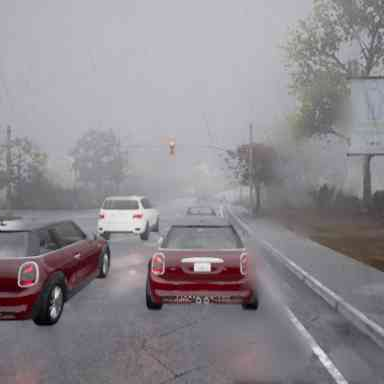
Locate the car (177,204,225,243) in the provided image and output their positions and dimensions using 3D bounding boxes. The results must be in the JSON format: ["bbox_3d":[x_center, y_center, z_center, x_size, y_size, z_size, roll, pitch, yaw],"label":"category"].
[{"bbox_3d":[0.473,1.479,17.199,2.128,1.511,4.902,0,0,2],"label":"car"}]

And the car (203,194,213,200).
[{"bbox_3d":[4.172,1.267,85.862,1.882,1.535,5.008,0,0,10],"label":"car"}]

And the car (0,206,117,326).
[{"bbox_3d":[-3.290,1.347,7.247,2.097,1.767,4.553,0,0,1],"label":"car"}]

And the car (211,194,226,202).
[{"bbox_3d":[6.001,1.536,75.576,1.895,1.301,4.718,0,0,9],"label":"car"}]

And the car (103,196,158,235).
[{"bbox_3d":[-3.046,1.209,16.923,2.150,2.045,5.566,0,0,2],"label":"car"}]

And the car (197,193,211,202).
[{"bbox_3d":[2.471,1.164,75.665,2.150,2.045,5.566,0,0,9],"label":"car"}]

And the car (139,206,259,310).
[{"bbox_3d":[0.219,1.346,7.992,2.097,1.767,4.553,0,0,1],"label":"car"}]

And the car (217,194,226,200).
[{"bbox_3d":[7.693,1.331,85.668,1.812,1.442,4.674,0,0,10],"label":"car"}]
